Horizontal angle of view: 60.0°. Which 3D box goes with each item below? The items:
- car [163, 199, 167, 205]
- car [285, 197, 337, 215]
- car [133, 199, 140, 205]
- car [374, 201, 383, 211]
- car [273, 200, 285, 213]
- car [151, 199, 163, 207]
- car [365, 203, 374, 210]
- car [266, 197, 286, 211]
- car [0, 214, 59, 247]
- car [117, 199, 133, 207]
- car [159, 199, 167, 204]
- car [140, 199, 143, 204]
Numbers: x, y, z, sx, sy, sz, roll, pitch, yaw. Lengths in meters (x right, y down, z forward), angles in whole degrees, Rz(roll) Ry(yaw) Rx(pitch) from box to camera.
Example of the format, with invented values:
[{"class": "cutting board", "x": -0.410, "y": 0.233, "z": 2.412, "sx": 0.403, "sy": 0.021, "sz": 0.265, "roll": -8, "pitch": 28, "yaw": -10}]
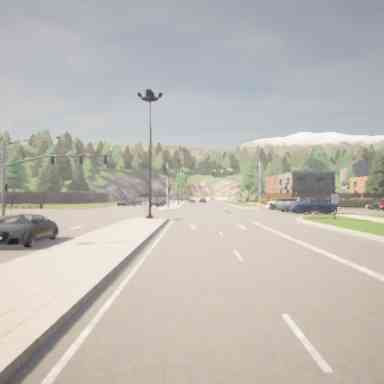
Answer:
[{"class": "car", "x": -7.984, "y": 2.538, "z": 82.061, "sx": 1.812, "sy": 1.442, "sz": 4.674, "roll": 0, "pitch": -1, "yaw": 0}, {"class": "car", "x": 14.934, "y": 1.733, "z": 41.173, "sx": 5.566, "sy": 2.045, "sz": 2.150, "roll": 0, "pitch": -1, "yaw": -1}, {"class": "car", "x": -14.984, "y": 2.527, "z": 83.195, "sx": 1.837, "sy": 1.490, "sz": 4.892, "roll": 0, "pitch": -1, "yaw": 0}, {"class": "car", "x": 30.194, "y": 1.819, "z": 48.324, "sx": 5.566, "sy": 2.045, "sz": 2.150, "roll": 0, "pitch": -1, "yaw": -1}, {"class": "car", "x": 14.217, "y": 2.101, "z": 44.664, "sx": 5.357, "sy": 1.411, "sz": 2.033, "roll": 0, "pitch": -1, "yaw": -1}, {"class": "car", "x": -7.986, "y": 2.419, "z": 72.452, "sx": 1.812, "sy": 1.442, "sz": 4.674, "roll": 0, "pitch": -1, "yaw": 0}, {"class": "car", "x": 29.620, "y": 2.134, "z": 51.809, "sx": 4.902, "sy": 1.511, "sz": 2.128, "roll": 0, "pitch": -1, "yaw": 0}, {"class": "car", "x": 14.371, "y": 1.862, "z": 51.971, "sx": 5.566, "sy": 2.045, "sz": 2.150, "roll": 0, "pitch": 0, "yaw": 5}, {"class": "car", "x": -8.019, "y": 1.761, "z": 15.865, "sx": 1.994, "sy": 1.385, "sz": 4.181, "roll": 0, "pitch": -1, "yaw": 1}, {"class": "car", "x": -14.986, "y": 2.439, "z": 72.814, "sx": 2.033, "sy": 1.411, "sz": 5.357, "roll": 0, "pitch": -1, "yaw": 0}, {"class": "car", "x": -7.982, "y": 2.688, "z": 91.945, "sx": 1.994, "sy": 1.385, "sz": 4.181, "roll": 0, "pitch": -1, "yaw": 0}, {"class": "car", "x": -14.982, "y": 2.696, "z": 93.688, "sx": 2.033, "sy": 1.411, "sz": 5.357, "roll": 0, "pitch": -1, "yaw": 0}]
